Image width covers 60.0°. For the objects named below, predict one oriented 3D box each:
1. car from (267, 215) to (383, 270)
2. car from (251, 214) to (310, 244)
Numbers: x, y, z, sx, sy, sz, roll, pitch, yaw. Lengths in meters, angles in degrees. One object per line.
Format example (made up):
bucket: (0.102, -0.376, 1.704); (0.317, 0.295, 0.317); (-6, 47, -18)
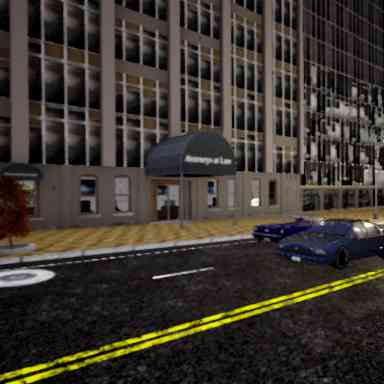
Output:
car: (5.289, 1.648, 11.632); (5.357, 1.411, 2.033); (1, 0, -36)
car: (4.965, 1.722, 15.430); (4.718, 1.301, 1.895); (1, 0, -36)
